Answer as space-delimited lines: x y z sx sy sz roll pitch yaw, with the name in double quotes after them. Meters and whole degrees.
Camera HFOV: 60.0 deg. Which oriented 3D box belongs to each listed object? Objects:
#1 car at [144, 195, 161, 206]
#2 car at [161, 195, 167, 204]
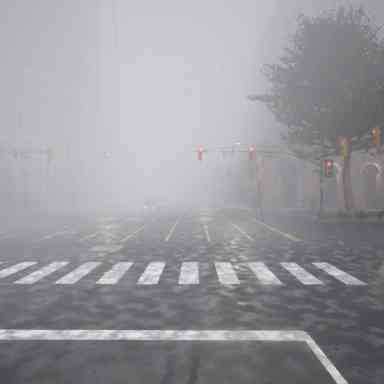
-6.760 1.478 55.183 1.882 1.535 5.008 0 0 1 "car"
-6.674 1.352 64.256 2.097 1.767 4.553 0 0 1 "car"
